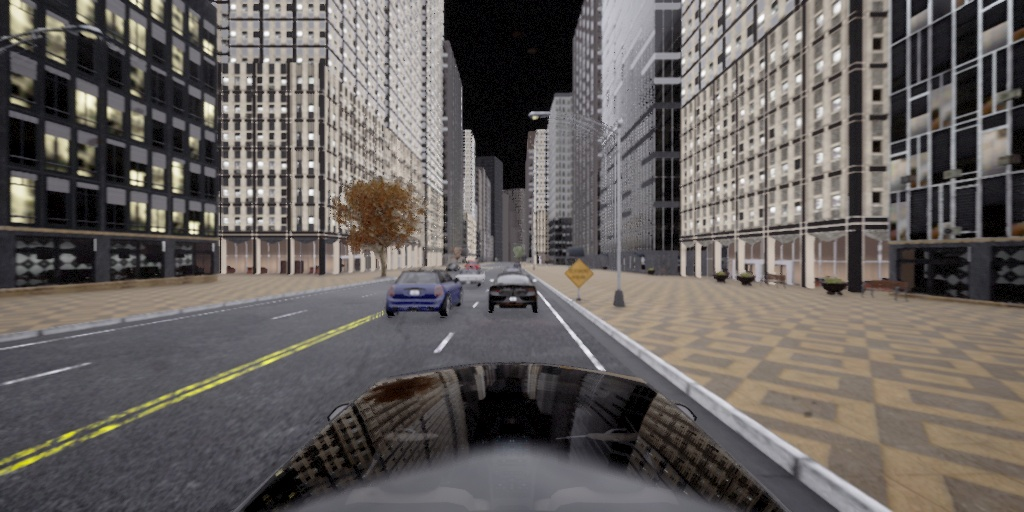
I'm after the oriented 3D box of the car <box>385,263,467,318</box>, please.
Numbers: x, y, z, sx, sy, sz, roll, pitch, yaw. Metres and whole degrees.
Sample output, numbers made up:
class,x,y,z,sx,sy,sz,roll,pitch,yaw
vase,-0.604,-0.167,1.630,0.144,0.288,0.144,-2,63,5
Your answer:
class,x,y,z,sx,sy,sz,roll,pitch,yaw
car,-3.202,1.256,13.978,2.097,1.767,4.553,0,-1,1

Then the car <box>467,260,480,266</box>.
class,x,y,z,sx,sy,sz,roll,pitch,yaw
car,-6.537,1.696,59.173,2.150,2.045,5.566,0,-1,1

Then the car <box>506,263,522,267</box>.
class,x,y,z,sx,sy,sz,roll,pitch,yaw
car,0.051,1.586,29.067,2.128,1.511,4.902,0,-1,0

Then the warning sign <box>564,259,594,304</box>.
class,x,y,z,sx,sy,sz,roll,pitch,yaw
warning sign,2.853,1.037,15.373,1.300,1.860,1.060,0,0,0

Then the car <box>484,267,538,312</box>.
class,x,y,z,sx,sy,sz,roll,pitch,yaw
car,0.058,1.397,15.196,1.882,1.535,5.008,0,-1,0

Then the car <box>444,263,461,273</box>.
class,x,y,z,sx,sy,sz,roll,pitch,yaw
car,-9.790,1.980,59.234,1.837,1.490,4.892,0,-1,1

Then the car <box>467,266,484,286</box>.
class,x,y,z,sx,sy,sz,roll,pitch,yaw
car,-3.203,1.688,28.478,1.895,1.301,4.718,0,-1,1
